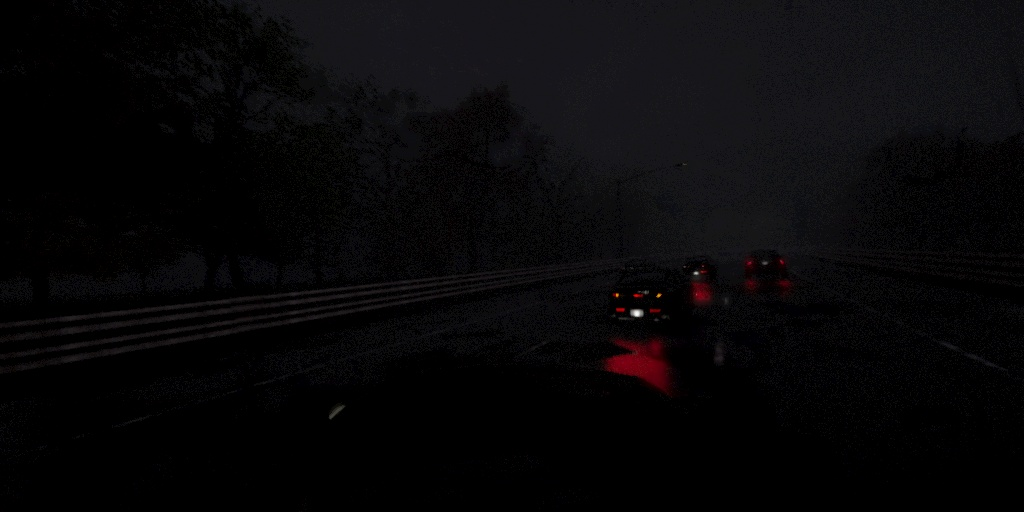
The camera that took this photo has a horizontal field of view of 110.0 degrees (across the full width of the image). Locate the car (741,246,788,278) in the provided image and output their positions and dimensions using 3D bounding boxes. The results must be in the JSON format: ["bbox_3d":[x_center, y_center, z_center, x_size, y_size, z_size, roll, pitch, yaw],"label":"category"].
[{"bbox_3d":[16.034,0.381,22.841,2.097,1.767,4.553,-3,-1,33],"label":"car"}]

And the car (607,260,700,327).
[{"bbox_3d":[4.300,1.087,10.805,1.837,1.490,4.892,-4,-1,32],"label":"car"}]

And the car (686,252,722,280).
[{"bbox_3d":[12.465,0.740,23.733,1.837,1.490,4.892,-4,-1,33],"label":"car"}]

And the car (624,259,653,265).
[{"bbox_3d":[8.842,0.932,24.567,2.128,1.511,4.902,-3,-1,33],"label":"car"}]
